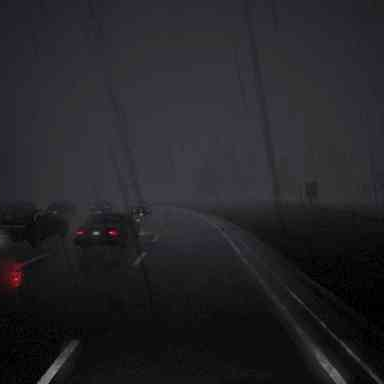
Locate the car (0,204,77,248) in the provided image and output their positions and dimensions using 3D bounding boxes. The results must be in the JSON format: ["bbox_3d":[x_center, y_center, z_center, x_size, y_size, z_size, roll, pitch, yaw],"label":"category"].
[{"bbox_3d":[-7.000,1.494,14.650,2.128,1.511,4.902,0,0,0],"label":"car"}]

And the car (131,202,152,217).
[{"bbox_3d":[-4.742,1.616,30.989,1.895,1.301,4.718,0,0,-9],"label":"car"}]

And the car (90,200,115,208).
[{"bbox_3d":[-8.194,1.495,30.412,2.128,1.511,4.902,0,0,-9],"label":"car"}]

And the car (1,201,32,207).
[{"bbox_3d":[-15.108,1.484,29.317,1.882,1.535,5.008,0,0,-9],"label":"car"}]

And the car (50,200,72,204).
[{"bbox_3d":[-11.651,1.484,29.865,1.882,1.535,5.008,0,0,-9],"label":"car"}]

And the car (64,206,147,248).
[{"bbox_3d":[-3.500,1.562,14.650,2.033,1.411,5.357,0,0,0],"label":"car"}]
